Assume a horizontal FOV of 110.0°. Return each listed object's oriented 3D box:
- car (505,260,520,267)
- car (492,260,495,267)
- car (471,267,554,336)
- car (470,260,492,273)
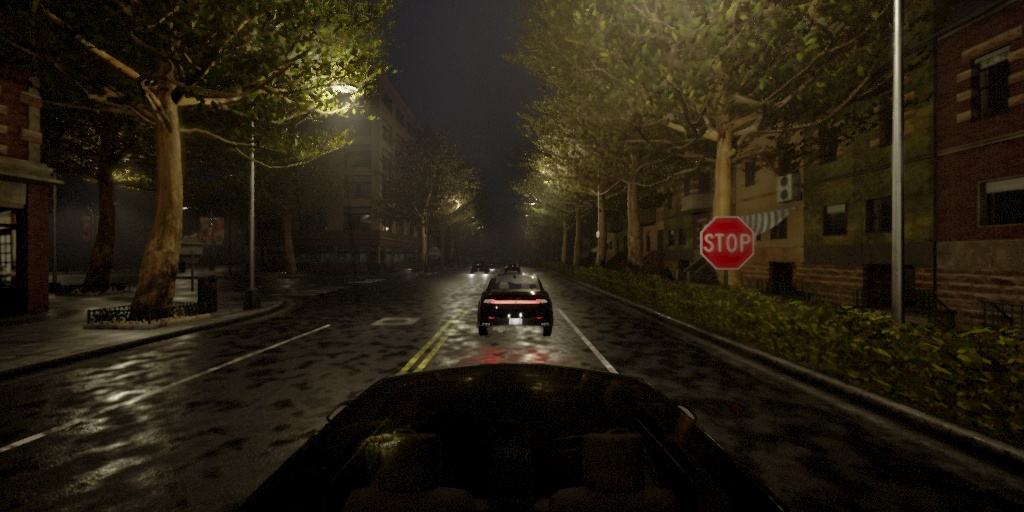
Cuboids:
[{"bbox_3d":[0.052,1.265,44.930,2.033,1.411,5.357,0,0,0],"label":"car"},{"bbox_3d":[-3.628,1.272,55.920,1.994,1.385,4.181,0,0,0],"label":"car"},{"bbox_3d":[0.081,1.235,10.366,2.128,1.511,4.902,0,0,0],"label":"car"},{"bbox_3d":[-3.653,1.225,41.532,1.837,1.490,4.892,0,0,1],"label":"car"}]
